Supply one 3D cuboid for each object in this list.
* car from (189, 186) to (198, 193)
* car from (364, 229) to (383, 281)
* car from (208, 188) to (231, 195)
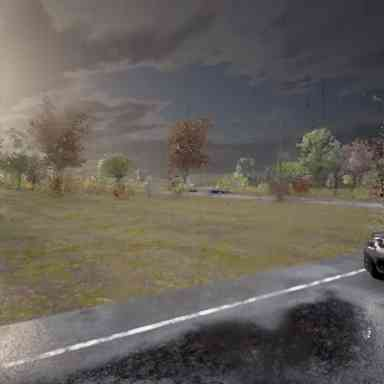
[{"bbox_3d":[-0.628,-0.658,71.961,2.128,1.511,4.902,0,2,-36],"label":"car"},{"bbox_3d":[6.800,1.227,8.724,5.566,2.045,2.150,0,0,-36],"label":"car"},{"bbox_3d":[5.176,-0.157,63.857,1.895,1.301,4.718,0,2,-36],"label":"car"}]
